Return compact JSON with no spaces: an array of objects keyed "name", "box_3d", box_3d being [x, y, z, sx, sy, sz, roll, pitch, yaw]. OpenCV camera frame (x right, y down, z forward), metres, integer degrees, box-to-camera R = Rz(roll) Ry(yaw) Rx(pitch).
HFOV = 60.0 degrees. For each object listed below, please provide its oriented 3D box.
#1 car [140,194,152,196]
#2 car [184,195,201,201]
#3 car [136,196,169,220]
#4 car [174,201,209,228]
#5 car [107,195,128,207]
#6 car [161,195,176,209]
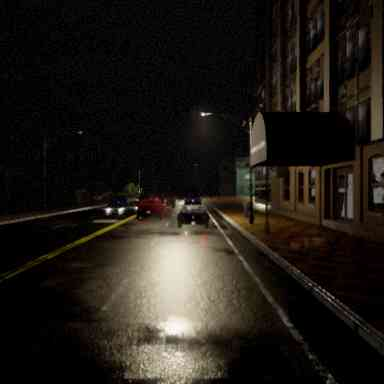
[{"name":"car","box_3d":[-6.586,1.067,46.947,2.097,1.767,4.553,0,0,0]},{"name":"car","box_3d":[0.092,1.099,41.804,2.097,1.767,4.553,0,0,0]},{"name":"car","box_3d":[-3.153,1.319,26.395,1.882,1.535,5.008,0,-1,-1]},{"name":"car","box_3d":[0.076,1.474,21.137,1.895,1.301,4.718,0,0,0]},{"name":"car","box_3d":[-9.843,1.210,44.303,1.882,1.535,5.008,0,1,0]},{"name":"car","box_3d":[-3.155,1.098,41.847,2.097,1.767,4.553,0,0,0]}]
